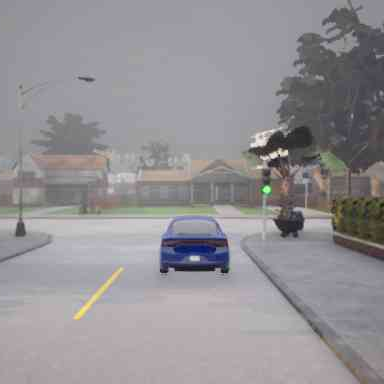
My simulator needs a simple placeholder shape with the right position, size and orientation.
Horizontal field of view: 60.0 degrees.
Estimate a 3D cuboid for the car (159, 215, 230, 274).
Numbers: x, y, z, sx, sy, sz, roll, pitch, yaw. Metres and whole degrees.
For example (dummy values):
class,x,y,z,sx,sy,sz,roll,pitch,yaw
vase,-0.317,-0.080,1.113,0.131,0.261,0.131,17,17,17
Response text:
class,x,y,z,sx,sy,sz,roll,pitch,yaw
car,0.057,1.475,10.597,1.882,1.535,5.008,0,0,0
